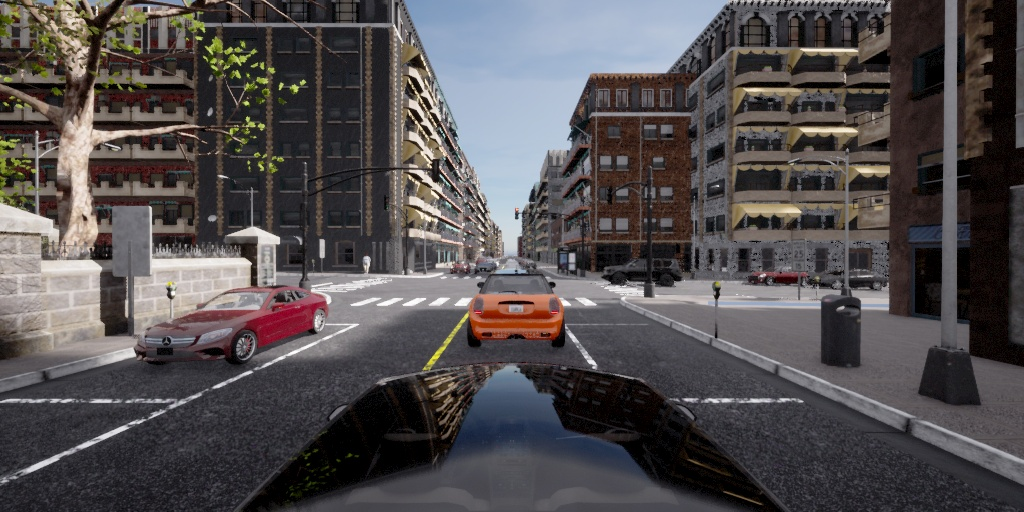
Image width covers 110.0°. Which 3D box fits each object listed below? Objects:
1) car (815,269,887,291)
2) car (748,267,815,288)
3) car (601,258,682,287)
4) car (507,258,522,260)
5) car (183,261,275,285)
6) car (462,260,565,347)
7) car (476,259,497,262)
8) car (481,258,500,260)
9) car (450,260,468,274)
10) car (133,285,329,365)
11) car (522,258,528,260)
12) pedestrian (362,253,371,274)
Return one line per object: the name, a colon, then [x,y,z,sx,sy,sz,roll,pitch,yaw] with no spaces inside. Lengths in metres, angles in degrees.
car: [24.531,1.704,26.343,4.892,1.490,1.837,0,0,-1]
car: [21.344,1.571,28.864,4.097,1.591,1.967,0,0,-1]
car: [9.484,1.149,26.339,5.566,2.045,2.150,2,0,4]
car: [0.036,1.273,46.372,1.812,1.442,4.674,0,0,0]
car: [-17.676,1.035,22.575,4.181,1.385,1.994,1,0,-1]
car: [0.117,1.101,9.490,2.097,1.767,4.553,0,0,1]
car: [-3.145,1.312,40.988,1.994,1.385,4.181,0,0,0]
car: [-3.153,1.312,49.962,1.994,1.385,4.181,0,0,0]
car: [-5.741,1.187,40.391,1.967,1.591,4.097,0,0,0]
car: [-5.697,1.331,7.980,1.802,1.307,4.207,0,0,0]
car: [2.624,1.298,51.674,2.007,1.370,4.403,0,0,0]
pedestrian: [-12.752,0.651,31.374,0.375,1.860,0.375,0,-1,-1]
